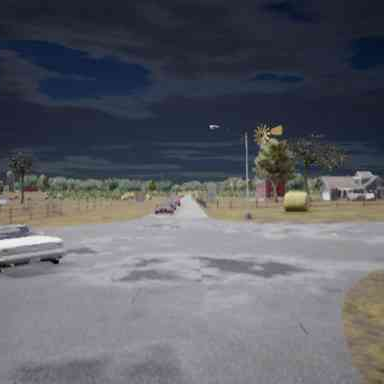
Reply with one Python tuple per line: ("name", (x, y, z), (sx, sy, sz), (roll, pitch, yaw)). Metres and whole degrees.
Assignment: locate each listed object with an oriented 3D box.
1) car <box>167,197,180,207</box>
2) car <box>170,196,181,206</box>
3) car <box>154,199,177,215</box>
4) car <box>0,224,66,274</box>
("car", (-3.169, 1.867, 48.360), (1.837, 1.490, 4.892), (0, 0, 0))
("car", (-3.261, 1.700, 61.383), (2.150, 2.045, 5.566), (0, -1, 0))
("car", (-3.068, 1.838, 37.381), (1.994, 1.385, 4.181), (0, -1, -1))
("car", (-5.974, 1.764, 11.097), (1.895, 1.301, 4.718), (-2, -2, -43))
